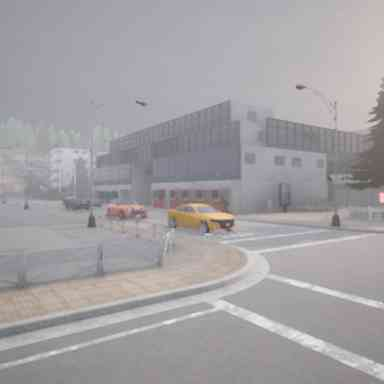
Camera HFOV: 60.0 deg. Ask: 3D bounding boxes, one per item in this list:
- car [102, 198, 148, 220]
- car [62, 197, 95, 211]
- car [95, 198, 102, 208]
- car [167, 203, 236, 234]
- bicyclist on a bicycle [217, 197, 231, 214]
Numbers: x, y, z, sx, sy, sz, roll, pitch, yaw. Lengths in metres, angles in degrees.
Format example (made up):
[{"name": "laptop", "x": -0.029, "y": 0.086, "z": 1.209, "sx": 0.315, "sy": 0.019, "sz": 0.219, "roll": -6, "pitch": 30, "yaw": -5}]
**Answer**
[{"name": "car", "x": -5.447, "y": 1.310, "z": 27.717, "sx": 2.097, "sy": 1.767, "sz": 4.553, "roll": 0, "pitch": 0, "yaw": -35}, {"name": "car", "x": -13.426, "y": 1.556, "z": 39.202, "sx": 1.895, "sy": 1.301, "sz": 4.718, "roll": 0, "pitch": 0, "yaw": -35}, {"name": "car", "x": -14.242, "y": 1.494, "z": 46.733, "sx": 2.033, "sy": 1.411, "sz": 5.357, "roll": 0, "pitch": 0, "yaw": -34}, {"name": "car", "x": 0.437, "y": 1.435, "z": 19.278, "sx": 1.882, "sy": 1.535, "sz": 5.008, "roll": 0, "pitch": 0, "yaw": -35}, {"name": "bicyclist on a bicycle", "x": 2.778, "y": 1.240, "z": 28.997, "sx": 1.656, "sy": 1.620, "sz": 0.582, "roll": -1, "pitch": 0, "yaw": -35}]
